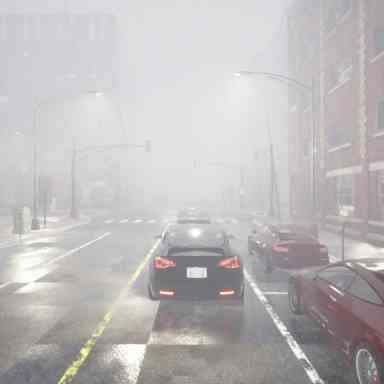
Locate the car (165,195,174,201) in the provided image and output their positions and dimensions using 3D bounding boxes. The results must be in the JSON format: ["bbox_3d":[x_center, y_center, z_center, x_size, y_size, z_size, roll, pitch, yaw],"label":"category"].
[{"bbox_3d":[-5.822,1.582,87.873,2.008,1.369,4.403,1,0,0],"label":"car"}]

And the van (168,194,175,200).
[{"bbox_3d":[-5.829,1.376,93.526,1.690,1.788,3.998,1,0,0],"label":"van"}]

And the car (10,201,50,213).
[{"bbox_3d":[-18.774,1.730,38.681,4.313,1.339,1.947,0,-1,0],"label":"car"}]

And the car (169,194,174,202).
[{"bbox_3d":[-5.805,1.607,76.568,1.802,1.307,4.206,1,0,0],"label":"car"}]

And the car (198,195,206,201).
[{"bbox_3d":[2.557,1.597,87.848,1.947,1.339,4.313,1,0,0],"label":"car"}]

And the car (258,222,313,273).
[{"bbox_3d":[2.820,1.585,10.333,1.802,1.307,4.206,1,0,0],"label":"car"}]

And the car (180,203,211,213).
[{"bbox_3d":[0.072,1.552,17.648,2.033,1.411,5.357,0,0,-1],"label":"car"}]

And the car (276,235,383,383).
[{"bbox_3d":[2.660,1.583,4.677,1.802,1.307,4.206,1,0,0],"label":"car"}]

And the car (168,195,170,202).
[{"bbox_3d":[-5.786,1.602,65.264,1.802,1.307,4.206,1,0,0],"label":"car"}]

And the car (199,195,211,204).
[{"bbox_3d":[2.604,1.544,59.757,1.752,1.417,4.829,1,0,0],"label":"car"}]

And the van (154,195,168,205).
[{"bbox_3d":[-5.773,1.359,59.612,1.690,1.788,3.998,1,0,0],"label":"van"}]

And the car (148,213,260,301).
[{"bbox_3d":[0.086,1.506,8.376,2.163,1.488,4.792,0,0,0],"label":"car"}]
